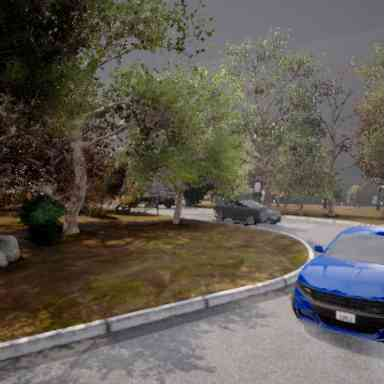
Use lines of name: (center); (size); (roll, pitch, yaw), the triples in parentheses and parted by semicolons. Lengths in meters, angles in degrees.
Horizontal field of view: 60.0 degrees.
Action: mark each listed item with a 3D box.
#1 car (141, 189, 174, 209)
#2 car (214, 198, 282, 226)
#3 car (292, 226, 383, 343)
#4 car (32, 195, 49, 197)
car: (-4.309, 0.656, 35.242); (5.566, 2.045, 2.150); (1, 0, 42)
car: (3.281, 1.151, 20.302); (1.837, 1.490, 4.892); (2, 0, -33)
car: (3.692, 1.465, 6.605); (1.882, 1.535, 5.008); (0, 0, 38)
car: (-15.359, 0.580, 34.757); (4.553, 1.767, 2.097); (1, 0, -17)
